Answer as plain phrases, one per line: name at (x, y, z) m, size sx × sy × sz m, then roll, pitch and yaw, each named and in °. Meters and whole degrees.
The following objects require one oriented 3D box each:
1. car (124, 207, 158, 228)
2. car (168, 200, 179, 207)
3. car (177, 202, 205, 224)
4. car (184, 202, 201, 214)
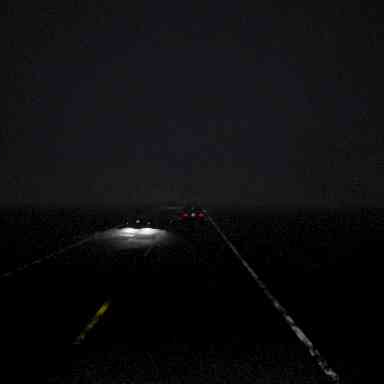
car at (-3.610, 1.792, 24.199) m, size 1.994 × 1.385 × 4.181 m, roll 0°, pitch -1°, yaw 0°
car at (-3.540, 2.146, 63.800) m, size 2.033 × 1.411 × 5.357 m, roll 0°, pitch -1°, yaw 0°
car at (0.086, 1.807, 27.605) m, size 2.033 × 1.411 × 5.357 m, roll 0°, pitch -1°, yaw 0°
car at (0.073, 1.961, 42.265) m, size 1.994 × 1.385 × 4.181 m, roll 0°, pitch -1°, yaw 0°
